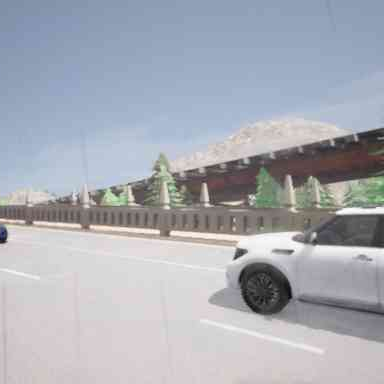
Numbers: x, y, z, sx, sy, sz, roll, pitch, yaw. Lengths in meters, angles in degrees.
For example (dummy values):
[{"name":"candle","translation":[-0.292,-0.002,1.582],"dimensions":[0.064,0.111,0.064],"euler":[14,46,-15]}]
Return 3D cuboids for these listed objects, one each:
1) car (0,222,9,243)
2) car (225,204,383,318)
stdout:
[{"name":"car","translation":[-10.547,1.736,15.816],"dimensions":[4.181,1.385,1.994],"euler":[-1,0,36]},{"name":"car","translation":[3.325,1.227,5.919],"dimensions":[5.566,2.045,2.150],"euler":[-1,0,36]}]
